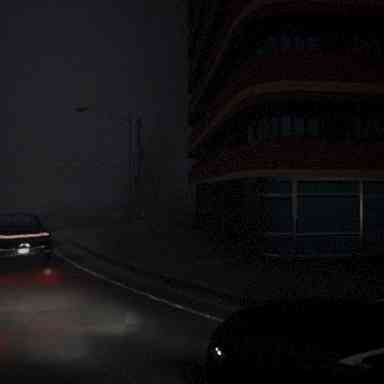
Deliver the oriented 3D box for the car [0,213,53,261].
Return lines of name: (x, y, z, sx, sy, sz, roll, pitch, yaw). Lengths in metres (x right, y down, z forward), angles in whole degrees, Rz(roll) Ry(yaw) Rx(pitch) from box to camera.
car: (-6.241, 1.492, 11.639, 2.128, 1.511, 4.902, 0, 0, -34)

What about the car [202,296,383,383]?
car: (2.363, 1.491, 2.449, 4.902, 1.511, 2.128, 0, 0, 35)
